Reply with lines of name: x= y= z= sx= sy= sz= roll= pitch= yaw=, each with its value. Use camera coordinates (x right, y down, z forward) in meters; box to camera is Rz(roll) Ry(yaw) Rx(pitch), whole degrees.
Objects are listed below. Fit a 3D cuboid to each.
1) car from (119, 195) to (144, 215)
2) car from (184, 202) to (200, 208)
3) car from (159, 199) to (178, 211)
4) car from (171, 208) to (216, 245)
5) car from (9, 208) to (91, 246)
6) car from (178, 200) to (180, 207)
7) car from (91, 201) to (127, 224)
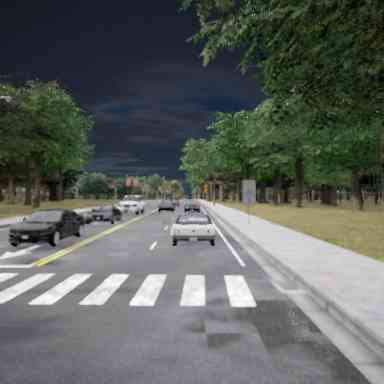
car: x=-6.650 y=1.394 z=36.759 sx=2.150 sy=2.045 sz=5.566 roll=0 pitch=0 yaw=1
car: x=0.011 y=1.799 z=40.125 sx=1.895 sy=1.301 sz=4.718 roll=0 pitch=0 yaw=0
car: x=-3.247 y=1.788 z=43.573 sx=1.994 sy=1.385 sz=4.181 roll=0 pitch=0 yaw=0
car: x=0.064 y=1.663 z=15.904 sx=1.895 sy=1.301 sz=4.718 roll=0 pitch=0 yaw=0
car: x=-6.629 y=1.538 z=15.707 sx=1.882 sy=1.535 sz=5.008 roll=0 pitch=0 yaw=0
car: x=-3.293 y=1.942 z=60.014 sx=1.994 sy=1.385 sz=4.181 roll=0 pitch=-1 yaw=0
car: x=-6.641 y=1.674 z=25.561 sx=1.994 sy=1.385 sz=4.181 roll=0 pitch=0 yaw=0
